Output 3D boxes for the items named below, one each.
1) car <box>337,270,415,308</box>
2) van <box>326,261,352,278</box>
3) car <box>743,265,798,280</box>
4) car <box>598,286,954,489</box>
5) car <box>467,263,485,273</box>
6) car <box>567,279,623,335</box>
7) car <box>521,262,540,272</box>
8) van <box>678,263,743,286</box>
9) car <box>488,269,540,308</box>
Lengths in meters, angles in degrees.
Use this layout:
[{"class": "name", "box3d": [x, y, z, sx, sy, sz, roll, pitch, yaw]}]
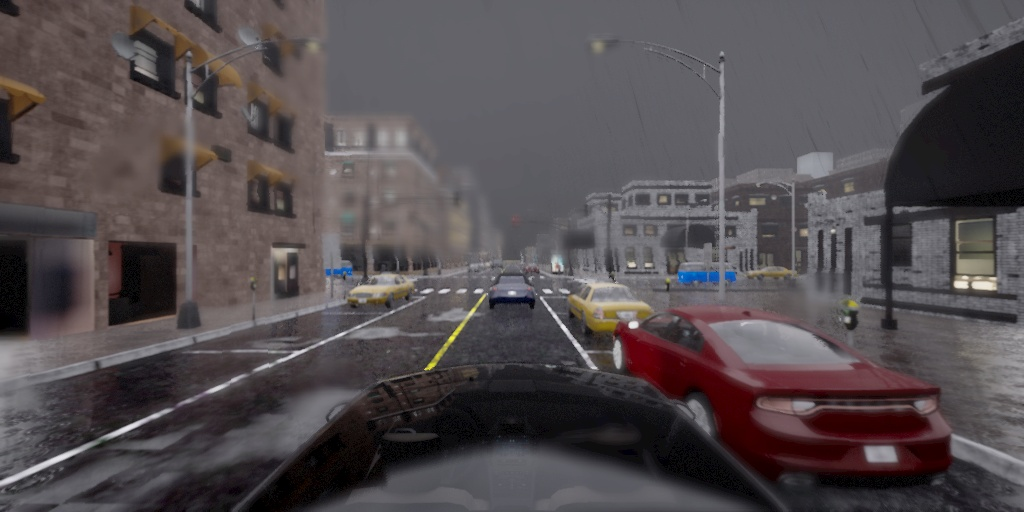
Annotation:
[{"class": "car", "box3d": [-5.694, 1.411, 16.056, 1.751, 1.417, 4.829, 0, 0, 0]}, {"class": "van", "box3d": [-17.772, 1.347, 35.129, 3.998, 1.789, 1.690, 0, 0, 0]}, {"class": "car", "box3d": [25.478, 1.629, 35.458, 4.829, 1.417, 1.751, 0, 0, 0]}, {"class": "car", "box3d": [2.690, 1.324, 4.830, 1.888, 1.381, 4.507, 0, 0, 0]}, {"class": "car", "box3d": [-5.701, 1.812, 54.376, 2.007, 1.370, 4.403, 0, 0, 0]}, {"class": "car", "box3d": [2.689, 1.357, 10.697, 1.751, 1.417, 4.829, 0, 0, 0]}, {"class": "car", "box3d": [2.681, 1.643, 48.693, 1.967, 1.591, 4.097, 0, 0, 0]}, {"class": "van", "box3d": [14.651, 1.395, 26.995, 3.998, 1.789, 1.690, 0, 0, 0]}, {"class": "car", "box3d": [-0.021, 1.449, 16.150, 1.994, 1.385, 4.181, 0, -1, -1]}]
